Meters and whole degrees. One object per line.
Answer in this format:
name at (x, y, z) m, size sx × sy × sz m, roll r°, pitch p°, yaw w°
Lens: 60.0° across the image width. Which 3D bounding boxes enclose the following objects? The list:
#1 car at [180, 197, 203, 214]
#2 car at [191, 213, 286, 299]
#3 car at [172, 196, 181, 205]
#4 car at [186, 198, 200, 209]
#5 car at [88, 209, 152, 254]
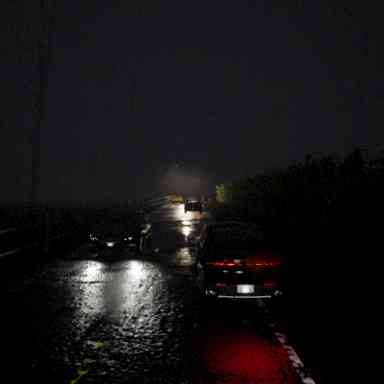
car at (0.117, 1.491, 35.613) m, size 2.128 × 1.511 × 4.902 m, roll 0°, pitch 0°, yaw 0°
car at (0.973, 1.505, 8.444) m, size 1.837 × 1.490 × 4.892 m, roll 0°, pitch 0°, yaw 0°
car at (-2.678, 1.480, 61.374) m, size 1.882 × 1.535 × 5.008 m, roll 0°, pitch 0°, yaw 0°
car at (0.127, 1.526, 45.787) m, size 1.812 × 1.442 × 4.674 m, roll 0°, pitch 0°, yaw 0°
car at (-2.734, 1.503, 13.565) m, size 1.837 × 1.490 × 4.892 m, roll 0°, pitch 0°, yaw 0°
